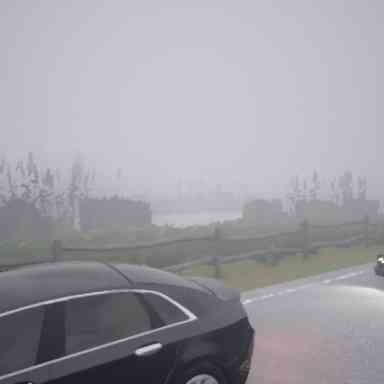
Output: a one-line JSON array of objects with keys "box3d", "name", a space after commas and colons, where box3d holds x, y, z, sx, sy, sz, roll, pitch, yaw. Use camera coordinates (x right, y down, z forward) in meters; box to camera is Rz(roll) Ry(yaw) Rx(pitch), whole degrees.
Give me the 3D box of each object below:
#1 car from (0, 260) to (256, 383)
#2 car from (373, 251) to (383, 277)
[{"box3d": [-1.599, 1.490, 2.873, 4.892, 1.490, 1.837, 0, 0, -35], "name": "car"}, {"box3d": [6.978, 1.527, 8.780, 5.357, 1.411, 2.033, 0, 0, -35], "name": "car"}]
